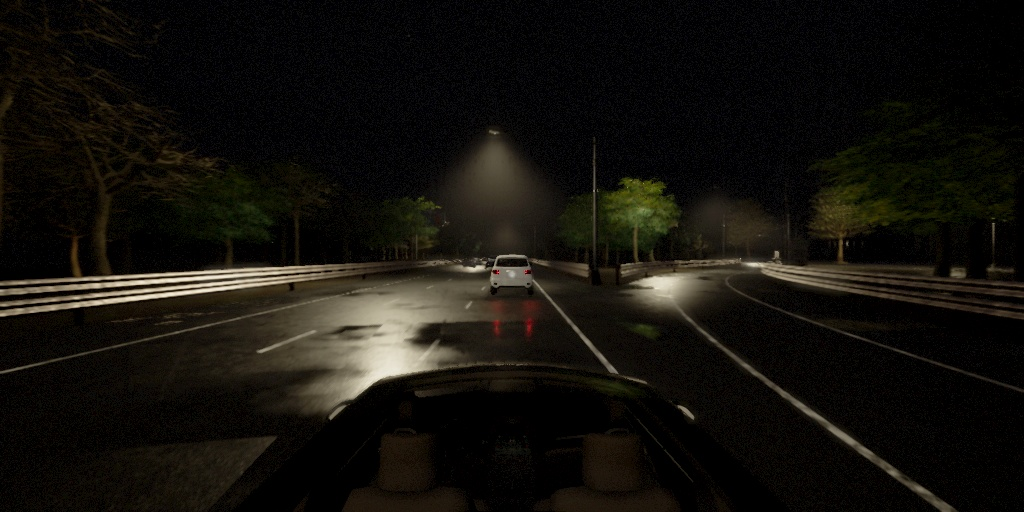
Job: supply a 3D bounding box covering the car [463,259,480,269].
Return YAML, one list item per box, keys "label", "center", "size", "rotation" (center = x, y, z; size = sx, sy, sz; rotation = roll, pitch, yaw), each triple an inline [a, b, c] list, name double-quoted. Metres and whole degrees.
- label: "car"
  center: [-6.982, 1.424, 59.835]
  size: [1.895, 1.301, 4.718]
  rotation: [0, 0, 0]

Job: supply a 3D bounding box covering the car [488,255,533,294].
- label: "car"
  center: [0.007, 0.972, 20.297]
  size: [2.150, 2.045, 5.566]
  rotation: [0, 0, 0]

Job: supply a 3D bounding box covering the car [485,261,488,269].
- label: "car"
  center: [-3.482, 1.386, 59.803]
  size: [1.994, 1.385, 4.181]
  rotation: [0, 0, 0]
